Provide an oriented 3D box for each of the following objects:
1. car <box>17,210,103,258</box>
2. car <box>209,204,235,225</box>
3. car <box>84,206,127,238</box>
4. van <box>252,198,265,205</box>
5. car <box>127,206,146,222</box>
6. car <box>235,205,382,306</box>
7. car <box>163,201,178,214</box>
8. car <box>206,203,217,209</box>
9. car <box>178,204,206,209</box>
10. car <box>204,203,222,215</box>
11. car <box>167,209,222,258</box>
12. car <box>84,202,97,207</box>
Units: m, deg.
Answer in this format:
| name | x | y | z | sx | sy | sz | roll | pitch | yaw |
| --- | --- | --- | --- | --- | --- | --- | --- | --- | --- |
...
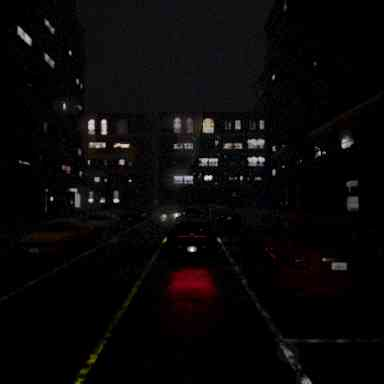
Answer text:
| name | x | y | z | sx | sy | sz | roll | pitch | yaw |
| --- | --- | --- | --- | --- | --- | --- | --- | --- | --- |
| car | -5.296 | 1.683 | 13.570 | 1.752 | 1.417 | 4.829 | 1 | -1 | 0 |
| car | 2.571 | 1.859 | 24.893 | 1.947 | 1.339 | 4.313 | 1 | -1 | 0 |
| car | -5.288 | 1.749 | 19.134 | 1.752 | 1.417 | 4.829 | 1 | -1 | 0 |
| van | 13.076 | 2.048 | 61.162 | 3.998 | 1.788 | 1.690 | 0 | -1 | 0 |
| car | -5.277 | 1.928 | 30.432 | 1.947 | 1.339 | 4.313 | 1 | -1 | 0 |
| car | 2.576 | 1.410 | 8.207 | 2.192 | 1.841 | 5.009 | 1 | -1 | 0 |
| car | -2.779 | 2.014 | 44.089 | 1.882 | 1.535 | 5.008 | 0 | -1 | 0 |
| car | 2.570 | 1.907 | 30.458 | 1.887 | 1.381 | 4.507 | 1 | -1 | 0 |
| car | 0.019 | 1.845 | 28.501 | 1.837 | 1.490 | 4.892 | 0 | 0 | 0 |
| car | 2.569 | 2.071 | 41.584 | 1.947 | 1.339 | 4.313 | 1 | -1 | 0 |
| car | 0.020 | 1.663 | 13.503 | 1.837 | 1.490 | 4.892 | 0 | 0 | 0 |
| car | -19.708 | 2.468 | 61.106 | 4.403 | 1.369 | 2.008 | 0 | -1 | 0 |
